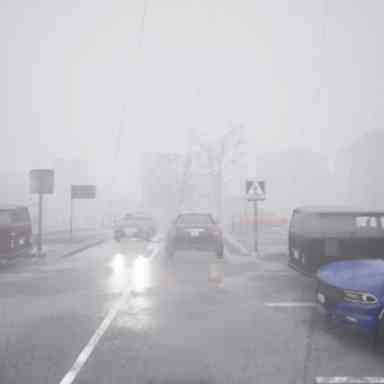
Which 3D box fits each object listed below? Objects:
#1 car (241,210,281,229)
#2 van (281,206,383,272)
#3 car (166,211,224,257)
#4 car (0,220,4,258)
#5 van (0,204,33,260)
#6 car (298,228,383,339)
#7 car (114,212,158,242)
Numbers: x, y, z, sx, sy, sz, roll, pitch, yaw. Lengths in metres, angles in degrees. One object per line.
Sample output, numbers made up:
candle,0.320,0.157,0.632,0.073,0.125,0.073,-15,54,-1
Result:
car,6.566,2.418,29.952,4.553,1.767,2.097,2,-5,-32
van,4.798,1.331,8.414,4.442,1.987,1.878,0,-1,0
car,0.102,1.568,13.911,2.097,1.767,4.553,0,-2,0
car,-7.678,1.580,8.150,4.792,1.488,2.163,0,-1,0
van,-7.765,1.384,10.941,4.442,1.987,1.878,0,-1,0
car,4.686,1.518,5.636,5.008,1.535,2.097,0,-1,0
car,-3.002,1.885,18.516,2.128,1.511,4.902,0,-3,0
